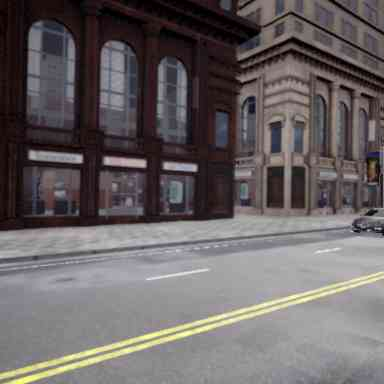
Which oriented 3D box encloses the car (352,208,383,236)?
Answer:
[{"bbox_3d":[11.453,1.714,19.838,4.892,1.490,1.837,1,0,-35],"label":"car"}]
